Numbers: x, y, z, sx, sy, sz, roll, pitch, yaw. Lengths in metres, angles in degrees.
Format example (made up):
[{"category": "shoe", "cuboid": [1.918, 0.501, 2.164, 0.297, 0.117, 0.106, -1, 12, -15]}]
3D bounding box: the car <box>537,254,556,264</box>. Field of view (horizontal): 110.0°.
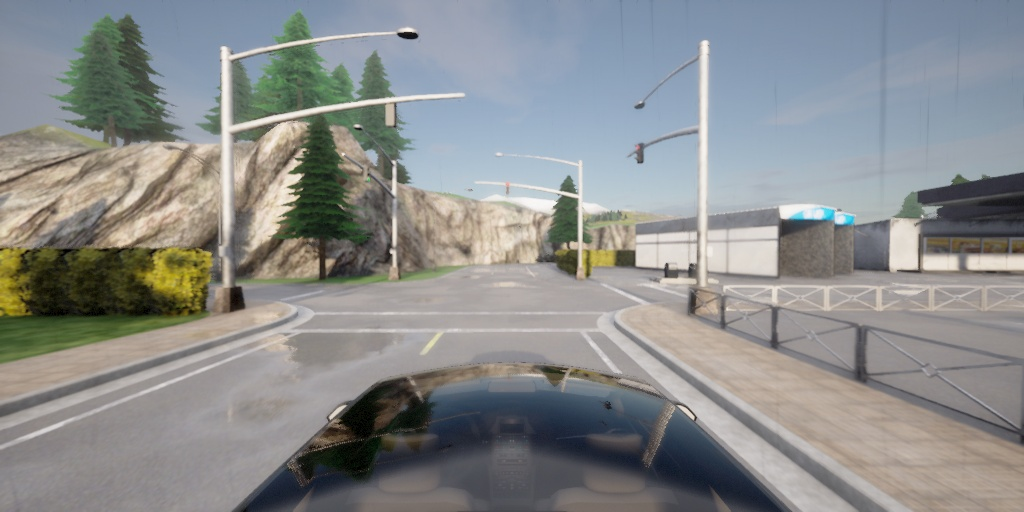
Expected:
[{"category": "car", "cuboid": [6.378, 0.469, 56.193, 5.008, 1.535, 1.882, -1, 1, -11]}]
